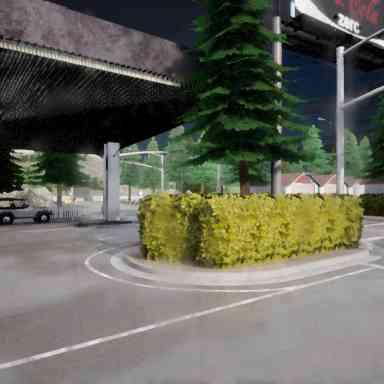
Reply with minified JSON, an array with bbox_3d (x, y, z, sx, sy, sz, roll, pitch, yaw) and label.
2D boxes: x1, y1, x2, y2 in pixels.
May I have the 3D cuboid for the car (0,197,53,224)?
[{"bbox_3d":[-12.022,1.313,23.442,3.866,1.878,1.905,0,0,-36],"label":"car"}]
